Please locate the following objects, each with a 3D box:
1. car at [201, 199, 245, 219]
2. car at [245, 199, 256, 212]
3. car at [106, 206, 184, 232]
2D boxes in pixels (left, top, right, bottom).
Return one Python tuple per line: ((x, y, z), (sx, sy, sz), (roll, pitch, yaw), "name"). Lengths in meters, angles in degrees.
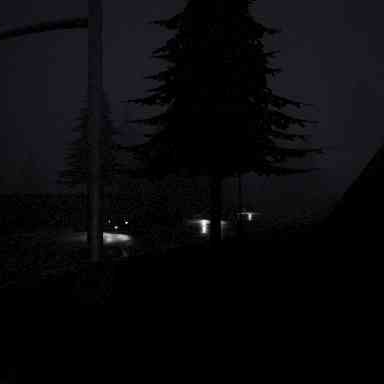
((2.671, 1.547, 29.261), (2.033, 1.411, 5.357), (0, 0, 26), "car")
((6.439, 1.547, 38.998), (2.033, 1.411, 5.357), (0, 0, 16), "car")
((-2.648, 1.547, 20.392), (2.033, 1.411, 5.357), (0, 0, 35), "car")
